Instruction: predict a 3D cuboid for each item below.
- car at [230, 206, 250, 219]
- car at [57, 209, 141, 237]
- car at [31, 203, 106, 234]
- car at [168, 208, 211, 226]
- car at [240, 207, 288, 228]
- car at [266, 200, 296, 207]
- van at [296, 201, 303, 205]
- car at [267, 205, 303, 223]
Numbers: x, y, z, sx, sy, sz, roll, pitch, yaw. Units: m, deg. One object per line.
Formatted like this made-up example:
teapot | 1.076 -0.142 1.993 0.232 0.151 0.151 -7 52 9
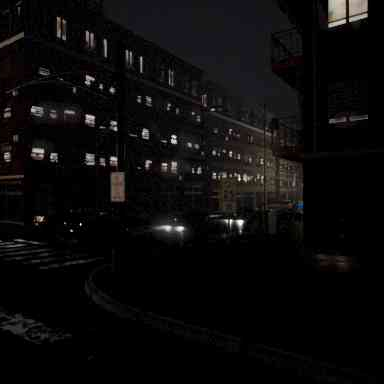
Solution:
car | 5.544 2.202 35.951 1.994 1.385 4.181 0 -1 34
car | -5.412 1.890 20.305 1.895 1.301 4.718 0 -1 36
car | -7.673 1.610 21.587 2.192 1.841 5.009 -1 -2 35
car | -0.170 2.019 27.777 1.994 1.385 4.181 0 -1 34
car | 5.718 2.052 26.163 1.802 1.307 4.206 -2 -2 35
car | 11.722 2.056 44.696 2.150 2.045 5.566 0 -1 35
van | 18.384 2.470 58.851 1.690 1.788 3.998 -2 -2 35
car | 8.975 2.124 30.823 2.008 1.369 4.403 -2 -2 35
